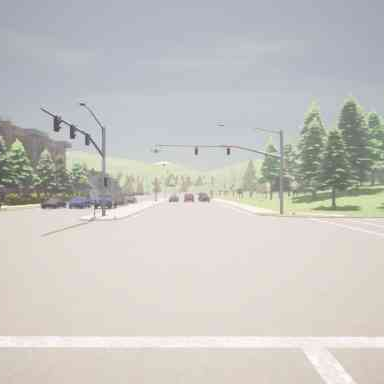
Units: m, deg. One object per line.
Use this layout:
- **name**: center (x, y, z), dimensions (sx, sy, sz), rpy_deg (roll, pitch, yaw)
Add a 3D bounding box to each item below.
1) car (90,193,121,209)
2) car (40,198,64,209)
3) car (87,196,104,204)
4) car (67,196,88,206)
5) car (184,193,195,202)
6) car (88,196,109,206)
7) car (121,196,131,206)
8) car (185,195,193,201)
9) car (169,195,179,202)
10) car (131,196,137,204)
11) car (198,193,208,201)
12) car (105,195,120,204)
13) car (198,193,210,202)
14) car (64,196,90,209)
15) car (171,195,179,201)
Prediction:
- **car**: center (-11.785, 1.221, 45.694), dimensions (2.150, 2.045, 5.566), rpy_deg (0, 0, -1)
- **car**: center (-18.783, 1.547, 45.577), dimensions (2.033, 1.411, 5.357), rpy_deg (0, 0, -1)
- **car**: center (-19.008, 1.505, 65.741), dimensions (1.837, 1.490, 4.892), rpy_deg (0, 0, -1)
- **car**: center (-18.917, 1.477, 55.308), dimensions (1.882, 1.535, 5.008), rpy_deg (0, 0, -1)
- **car**: center (-0.609, 1.225, 72.995), dimensions (2.150, 2.045, 5.566), rpy_deg (0, 0, -1)
- **car**: center (-15.415, 1.491, 54.915), dimensions (2.128, 1.511, 4.902), rpy_deg (0, 0, -1)
- **car**: center (-11.920, 1.505, 55.373), dimensions (1.837, 1.490, 4.892), rpy_deg (0, 0, -1)
- **car**: center (-0.775, 1.464, 83.548), dimensions (1.837, 1.490, 4.892), rpy_deg (0, 0, -1)
- **car**: center (-4.108, 1.540, 72.875), dimensions (2.033, 1.411, 5.357), rpy_deg (0, 0, -1)
- **car**: center (-12.023, 1.547, 65.668), dimensions (2.033, 1.411, 5.357), rpy_deg (0, 0, 0)
- **car**: center (2.724, 1.194, 83.644), dimensions (2.150, 2.045, 5.566), rpy_deg (0, 0, -1)
- **car**: center (-15.510, 1.477, 64.970), dimensions (1.882, 1.535, 5.008), rpy_deg (0, 0, 0)
- **car**: center (2.884, 1.500, 73.420), dimensions (1.837, 1.490, 4.892), rpy_deg (0, 0, -1)
- **car**: center (-15.281, 1.477, 45.510), dimensions (1.882, 1.535, 5.008), rpy_deg (0, 0, -1)
- **car**: center (-4.274, 1.488, 83.493), dimensions (1.812, 1.442, 4.674), rpy_deg (0, 0, -1)
